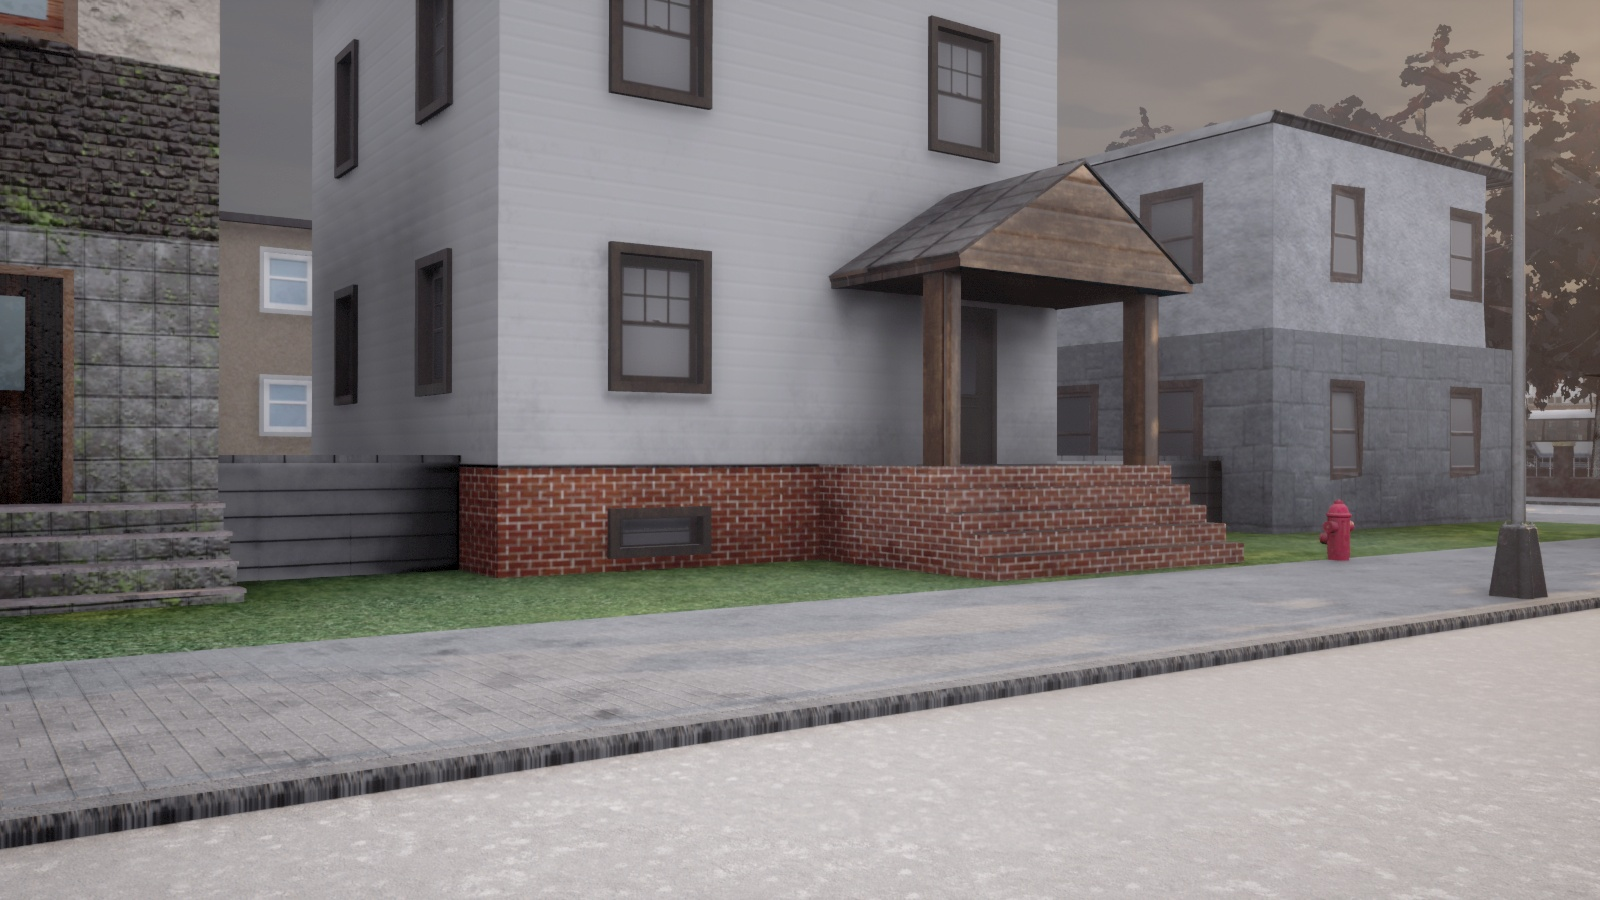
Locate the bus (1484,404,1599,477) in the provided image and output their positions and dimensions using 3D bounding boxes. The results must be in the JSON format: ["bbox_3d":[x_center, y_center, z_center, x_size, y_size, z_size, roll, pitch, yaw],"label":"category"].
[{"bbox_3d":[47.707,-0.547,76.169,3.944,4.253,10.273,0,0,-34],"label":"bus"}]
